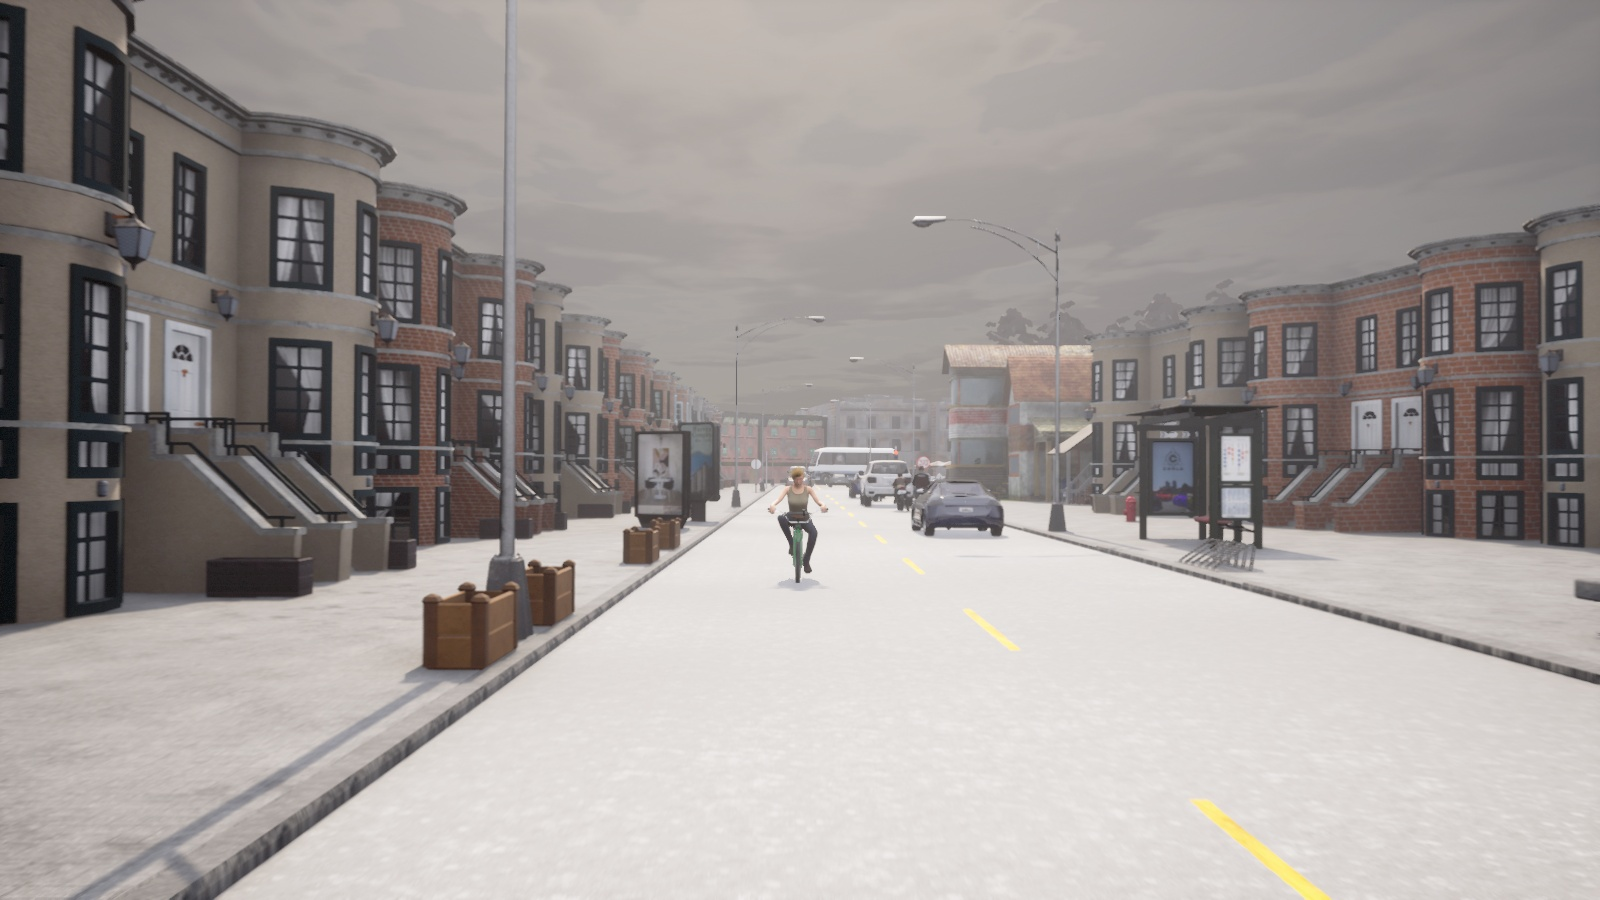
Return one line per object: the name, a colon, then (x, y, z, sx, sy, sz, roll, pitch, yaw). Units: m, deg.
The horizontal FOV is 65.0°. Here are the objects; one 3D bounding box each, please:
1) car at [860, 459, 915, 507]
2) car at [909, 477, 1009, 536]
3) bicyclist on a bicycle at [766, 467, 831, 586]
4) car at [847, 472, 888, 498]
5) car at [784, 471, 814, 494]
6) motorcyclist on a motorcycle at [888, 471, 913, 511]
car: (3.931, 1.477, 57.326, 2.150, 2.045, 5.566, 0, -1, 0)
car: (3.962, 1.397, 31.971, 1.994, 1.385, 4.181, 0, -1, 0)
bicyclist on a bicycle: (-0.019, 1.050, 17.825, 0.866, 1.612, 1.509, 0, -1, 0)
car: (3.911, 2.028, 73.440, 2.163, 1.488, 4.792, 0, -1, 0)
car: (-0.066, 2.258, 87.467, 1.789, 1.549, 3.705, 0, -1, 5)
motorcyclist on a motorcycle: (3.941, 1.605, 49.238, 0.797, 1.523, 2.044, 0, -1, 0)
